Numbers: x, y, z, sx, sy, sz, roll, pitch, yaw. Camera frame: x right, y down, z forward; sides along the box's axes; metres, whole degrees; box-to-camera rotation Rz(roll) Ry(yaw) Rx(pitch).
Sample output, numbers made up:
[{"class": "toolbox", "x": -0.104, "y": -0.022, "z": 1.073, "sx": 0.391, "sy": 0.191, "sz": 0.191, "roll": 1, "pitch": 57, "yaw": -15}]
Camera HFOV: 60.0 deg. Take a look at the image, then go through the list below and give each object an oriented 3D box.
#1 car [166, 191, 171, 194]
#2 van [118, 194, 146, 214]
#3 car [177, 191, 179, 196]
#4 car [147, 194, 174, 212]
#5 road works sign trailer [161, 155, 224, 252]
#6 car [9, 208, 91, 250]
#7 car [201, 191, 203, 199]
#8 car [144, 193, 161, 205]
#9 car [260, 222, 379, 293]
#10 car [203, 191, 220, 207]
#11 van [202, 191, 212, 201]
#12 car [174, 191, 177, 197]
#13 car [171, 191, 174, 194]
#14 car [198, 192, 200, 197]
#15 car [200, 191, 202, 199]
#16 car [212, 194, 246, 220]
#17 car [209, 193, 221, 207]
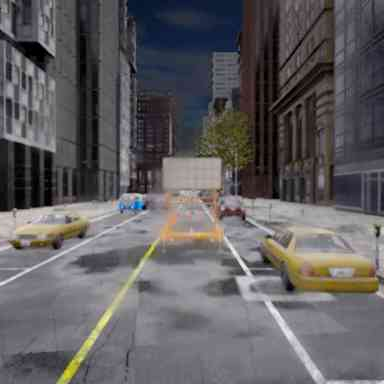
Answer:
[{"class": "car", "x": -5.648, "y": 1.043, "z": 64.776, "sx": 1.802, "sy": 1.307, "sz": 4.206, "roll": 0, "pitch": 0, "yaw": 0}, {"class": "van", "x": -5.656, "y": 1.053, "z": 30.940, "sx": 1.690, "sy": 1.788, "sz": 3.998, "roll": 0, "pitch": 1, "yaw": 0}, {"class": "car", "x": -5.641, "y": 0.611, "z": 92.967, "sx": 2.192, "sy": 1.841, "sz": 5.009, "roll": 0, "pitch": 0, "yaw": 0}, {"class": "car", "x": -3.084, "y": 1.214, "z": 33.716, "sx": 1.812, "sy": 1.442, "sz": 4.674, "roll": 0, "pitch": 0, "yaw": 0}, {"class": "road works sign trailer", "x": 0.004, "y": 0.336, "z": 13.218, "sx": 2.380, "sy": 3.560, "sz": 2.880, "roll": 0, "pitch": 1, "yaw": 0}, {"class": "car", "x": -5.662, "y": 1.392, "z": 13.818, "sx": 1.752, "sy": 1.417, "sz": 4.829, "roll": 0, "pitch": 1, "yaw": 1}, {"class": "car", "x": 2.873, "y": 0.897, "z": 47.841, "sx": 2.192, "sy": 1.841, "sz": 5.009, "roll": 0, "pitch": 0, "yaw": 0}, {"class": "car", "x": -5.653, "y": 1.022, "z": 47.858, "sx": 1.967, "sy": 1.590, "sz": 4.097, "roll": 0, "pitch": 0, "yaw": 0}, {"class": "car", "x": 2.869, "y": 1.441, "z": 8.571, "sx": 1.752, "sy": 1.417, "sz": 4.829, "roll": 0, "pitch": 1, "yaw": 1}, {"class": "car", "x": 2.871, "y": 0.938, "z": 42.202, "sx": 2.192, "sy": 1.841, "sz": 5.009, "roll": 0, "pitch": 0, "yaw": 0}, {"class": "van", "x": 2.878, "y": 0.802, "z": 64.760, "sx": 1.690, "sy": 1.788, "sz": 3.998, "roll": 0, "pitch": 0, "yaw": 0}, {"class": "car", "x": -5.645, "y": 0.669, "z": 81.689, "sx": 2.192, "sy": 1.841, "sz": 5.009, "roll": 0, "pitch": 0, "yaw": 0}, {"class": "car", "x": -5.646, "y": 0.911, "z": 75.882, "sx": 1.752, "sy": 1.417, "sz": 4.829, "roll": 0, "pitch": 0, "yaw": 0}, {"class": "car", "x": 2.880, "y": 0.967, "z": 76.040, "sx": 1.802, "sy": 1.307, "sz": 4.206, "roll": 0, "pitch": 0, "yaw": 0}, {"class": "car", "x": 2.876, "y": 0.941, "z": 59.121, "sx": 1.967, "sy": 1.590, "sz": 4.097, "roll": 0, "pitch": 0, "yaw": 0}, {"class": "car", "x": 2.867, "y": 1.200, "z": 25.285, "sx": 1.967, "sy": 1.590, "sz": 4.097, "roll": 0, "pitch": 0, "yaw": 0}, {"class": "car", "x": 2.869, "y": 1.152, "z": 30.923, "sx": 1.967, "sy": 1.590, "sz": 4.097, "roll": 0, "pitch": 0, "yaw": 0}]
